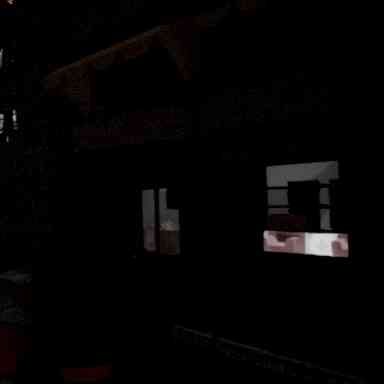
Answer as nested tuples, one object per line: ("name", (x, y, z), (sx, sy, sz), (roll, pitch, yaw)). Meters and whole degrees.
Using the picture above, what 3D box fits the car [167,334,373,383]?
("car", (2.347, 1.521, 1.072), (4.829, 1.417, 1.752), (0, -2, 36))

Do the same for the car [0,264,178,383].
("car", (-2.017, 1.595, 4.182), (4.206, 1.307, 1.802), (0, -2, 36))
